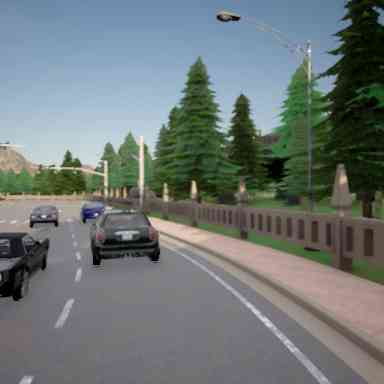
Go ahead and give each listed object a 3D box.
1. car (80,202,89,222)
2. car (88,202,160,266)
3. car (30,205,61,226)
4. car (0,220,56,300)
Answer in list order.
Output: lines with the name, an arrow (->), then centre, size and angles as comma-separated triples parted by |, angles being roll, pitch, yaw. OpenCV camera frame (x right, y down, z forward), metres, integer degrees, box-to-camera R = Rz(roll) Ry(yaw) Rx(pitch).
car -> -8.037, 1.557, 27.160 | 1.882, 1.535, 5.008 | -1, 0, -21
car -> -2.559, 1.377, 12.033 | 2.097, 1.767, 4.553 | -1, 0, -17
car -> -10.515, 1.654, 23.918 | 2.033, 1.411, 5.357 | -1, 0, -21
car -> -4.814, 1.650, 8.225 | 1.895, 1.301, 4.718 | -1, 0, -15
